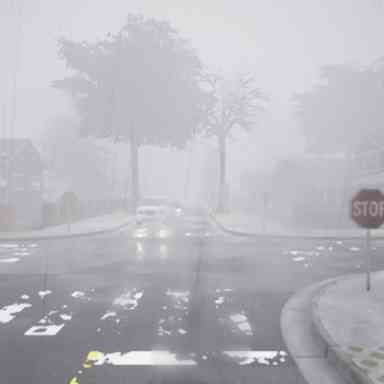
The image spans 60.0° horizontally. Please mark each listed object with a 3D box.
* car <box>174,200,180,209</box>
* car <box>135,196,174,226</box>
[{"bbox_3d":[-2.728,1.785,49.875,1.895,1.301,4.718,0,0,0],"label":"car"},{"bbox_3d":[-2.739,1.343,24.685,2.150,2.045,5.566,0,0,0],"label":"car"}]
